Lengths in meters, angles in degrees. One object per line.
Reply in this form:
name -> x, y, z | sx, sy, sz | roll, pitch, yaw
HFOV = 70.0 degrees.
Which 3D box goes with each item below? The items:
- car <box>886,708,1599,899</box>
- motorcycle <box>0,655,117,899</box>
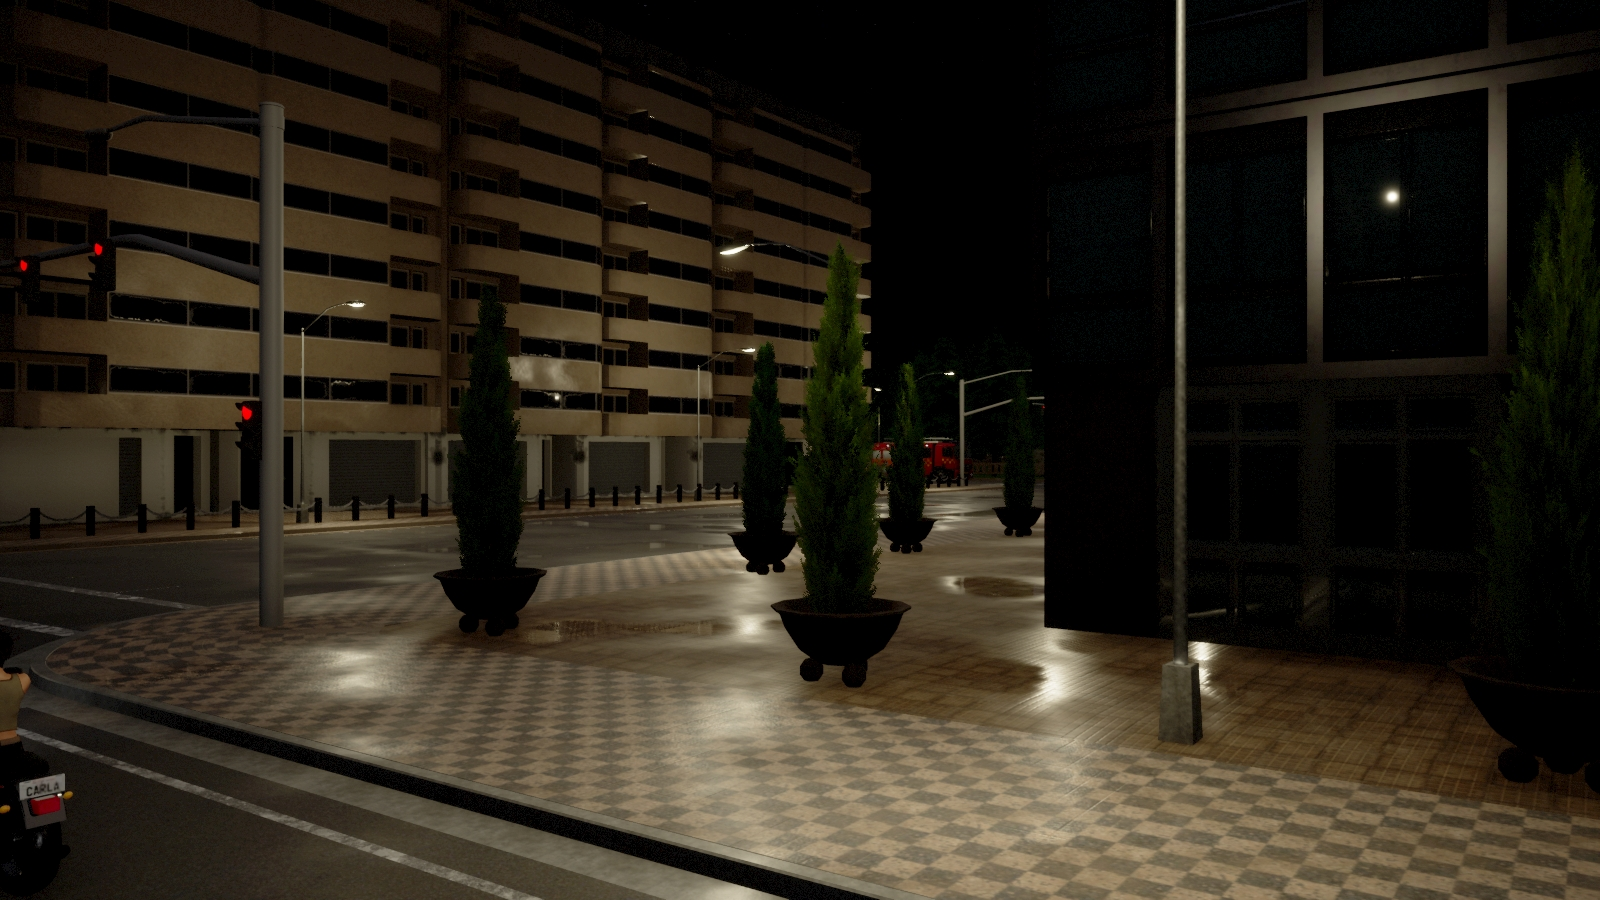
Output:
car -> 2.316, 1.857, 2.163 | 3.866, 1.878, 1.905 | 0, 0, 35
motorcycle -> -5.562, 2.151, 7.682 | 2.356, 1.307, 0.764 | 0, 0, 35
